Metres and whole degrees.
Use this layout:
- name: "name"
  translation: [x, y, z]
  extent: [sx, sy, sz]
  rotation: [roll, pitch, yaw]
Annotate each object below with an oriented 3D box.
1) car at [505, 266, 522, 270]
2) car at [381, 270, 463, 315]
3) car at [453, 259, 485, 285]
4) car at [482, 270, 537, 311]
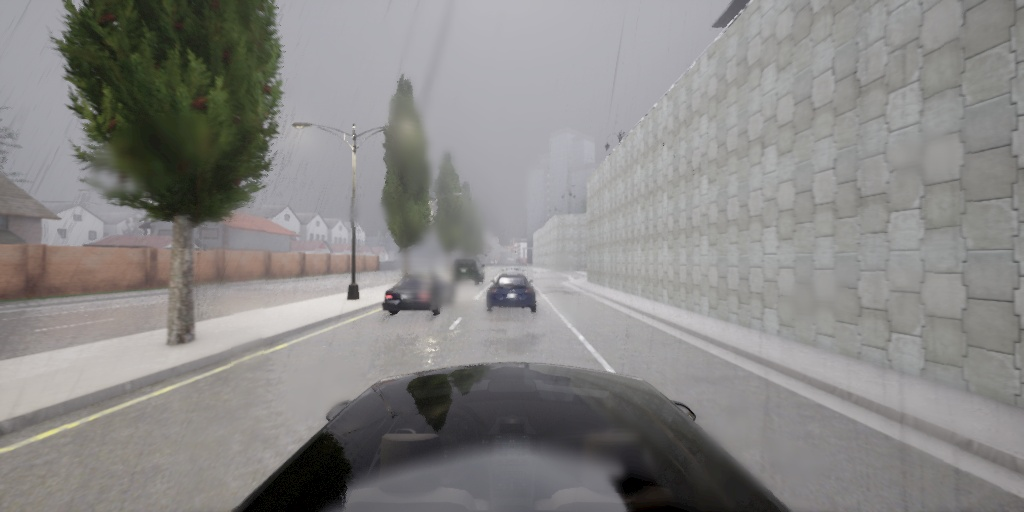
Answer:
- name: "car"
  translation: [0.098, 1.602, 30.714]
  extent: [1.812, 1.442, 4.674]
  rotation: [0, 0, 2]
- name: "car"
  translation: [-3.488, 1.440, 14.367]
  extent: [2.033, 1.411, 5.357]
  rotation: [0, -1, 0]
- name: "car"
  translation: [-3.489, 1.287, 29.406]
  extent: [2.150, 2.045, 5.566]
  rotation: [0, 0, 0]
- name: "car"
  translation: [0.020, 1.467, 15.301]
  extent: [1.994, 1.385, 4.181]
  rotation: [0, -1, 1]
